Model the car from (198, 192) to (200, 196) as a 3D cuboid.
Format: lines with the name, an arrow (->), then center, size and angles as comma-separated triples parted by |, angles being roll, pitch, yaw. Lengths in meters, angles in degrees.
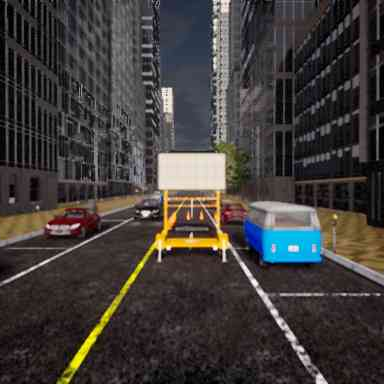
car -> 2.694, 0.796, 67.572 | 1.967, 1.590, 4.097 | 0, 1, 0

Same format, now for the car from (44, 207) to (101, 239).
car -> -5.690, 1.432, 16.347 | 1.802, 1.307, 4.206 | 0, 1, 0

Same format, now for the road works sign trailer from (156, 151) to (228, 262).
road works sign trailer -> 0.001, 0.357, 11.661 | 2.380, 3.560, 2.880 | 0, 1, 0

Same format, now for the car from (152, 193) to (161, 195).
car -> -5.689, 1.140, 44.808 | 2.008, 1.369, 4.403 | 0, 1, 0

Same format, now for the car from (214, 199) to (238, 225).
car -> 2.691, 1.380, 22.035 | 1.802, 1.307, 4.206 | 0, 1, 0

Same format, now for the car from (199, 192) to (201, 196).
car -> 2.693, 1.027, 56.189 | 2.008, 1.369, 4.403 | 0, 1, 0

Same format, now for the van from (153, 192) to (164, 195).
van -> -5.688, 0.817, 56.191 | 1.690, 1.788, 3.998 | 0, 1, 0

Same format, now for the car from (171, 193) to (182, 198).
car -> -3.008, 0.920, 65.889 | 2.033, 1.411, 5.357 | 0, 1, 0

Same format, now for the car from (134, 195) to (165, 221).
car -> -3.098, 1.265, 24.718 | 2.128, 1.511, 4.902 | 0, 1, 0

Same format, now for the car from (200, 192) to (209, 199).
car -> 2.694, 0.735, 73.264 | 1.967, 1.590, 4.097 | 0, 1, 0

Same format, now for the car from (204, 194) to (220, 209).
car -> 2.692, 1.225, 39.113 | 1.802, 1.307, 4.206 | 0, 1, 0

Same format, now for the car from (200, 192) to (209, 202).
car -> 2.693, 1.085, 50.497 | 2.008, 1.369, 4.403 | 0, 1, 0

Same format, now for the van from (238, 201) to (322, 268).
van -> 2.691, 1.243, 10.650 | 1.690, 1.788, 3.998 | 0, 1, 0
